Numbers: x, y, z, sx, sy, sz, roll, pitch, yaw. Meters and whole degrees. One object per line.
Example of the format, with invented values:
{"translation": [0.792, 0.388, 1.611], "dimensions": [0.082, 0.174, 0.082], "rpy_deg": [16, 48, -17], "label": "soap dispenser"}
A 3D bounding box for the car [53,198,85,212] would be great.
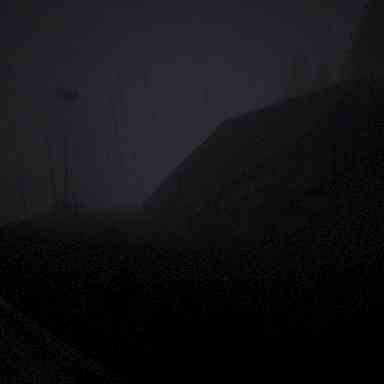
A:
{"translation": [-15.551, 1.556, 42.227], "dimensions": [2.097, 1.767, 4.553], "rpy_deg": [0, 0, 11], "label": "car"}
